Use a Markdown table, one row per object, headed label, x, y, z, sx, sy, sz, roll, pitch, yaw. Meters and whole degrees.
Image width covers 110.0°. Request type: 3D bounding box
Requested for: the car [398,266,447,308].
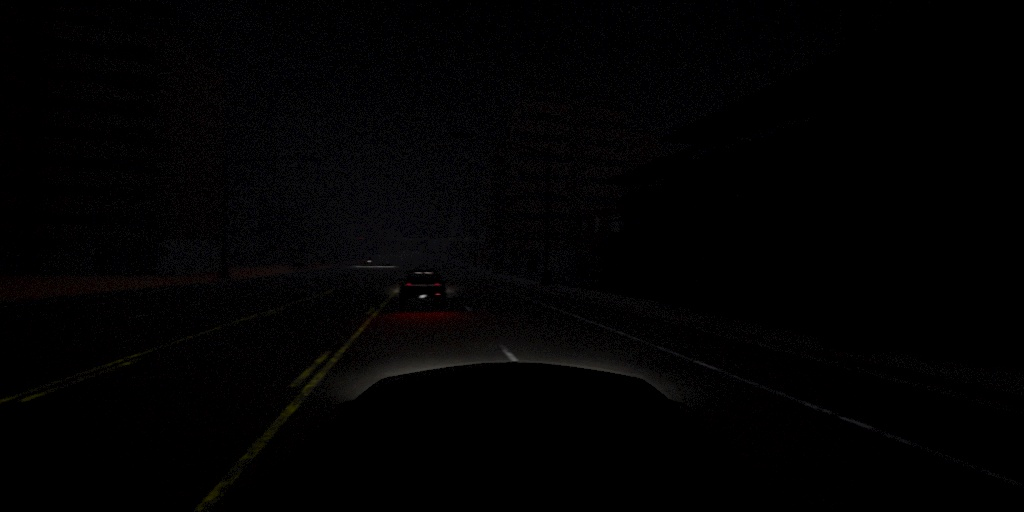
| label | x | y | z | sx | sy | sz | roll | pitch | yaw |
| --- | --- | --- | --- | --- | --- | --- | --- | --- | --- |
| car | -3.939 | 1.345 | 15.906 | 2.128 | 1.511 | 4.902 | 1 | -1 | -14 |
